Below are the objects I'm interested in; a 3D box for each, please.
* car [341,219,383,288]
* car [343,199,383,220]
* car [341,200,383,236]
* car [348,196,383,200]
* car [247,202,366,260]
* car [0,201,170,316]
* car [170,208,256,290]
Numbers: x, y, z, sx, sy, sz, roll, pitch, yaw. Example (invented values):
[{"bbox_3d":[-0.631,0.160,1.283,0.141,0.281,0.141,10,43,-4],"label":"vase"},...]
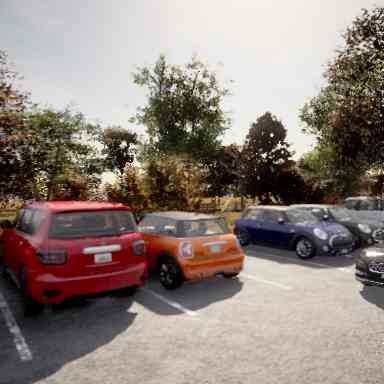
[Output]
[{"bbox_3d":[5.967,1.505,8.219,4.892,1.490,1.837,0,0,-35],"label":"car"},{"bbox_3d":[5.992,1.353,14.366,2.185,1.767,4.553,0,0,-35],"label":"car"},{"bbox_3d":[10.666,1.353,17.621,2.185,1.767,4.553,0,0,-35],"label":"car"},{"bbox_3d":[8.363,1.227,16.053,2.435,2.045,5.566,0,0,-35],"label":"car"},{"bbox_3d":[3.724,1.353,12.750,2.185,1.767,4.553,0,0,-35],"label":"car"},{"bbox_3d":[-3.078,1.228,7.898,2.435,2.045,5.566,0,0,-35],"label":"car"},{"bbox_3d":[-0.674,1.354,9.538,2.185,1.767,4.553,0,0,-35],"label":"car"}]
